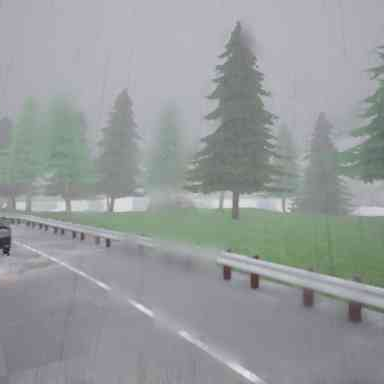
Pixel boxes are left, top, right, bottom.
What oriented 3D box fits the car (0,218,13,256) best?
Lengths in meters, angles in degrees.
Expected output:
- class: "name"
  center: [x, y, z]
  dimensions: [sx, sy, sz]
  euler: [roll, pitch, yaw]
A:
- class: "car"
  center: [-8.067, 1.461, 12.169]
  dimensions: [2.128, 1.511, 4.902]
  euler: [0, 0, -42]
